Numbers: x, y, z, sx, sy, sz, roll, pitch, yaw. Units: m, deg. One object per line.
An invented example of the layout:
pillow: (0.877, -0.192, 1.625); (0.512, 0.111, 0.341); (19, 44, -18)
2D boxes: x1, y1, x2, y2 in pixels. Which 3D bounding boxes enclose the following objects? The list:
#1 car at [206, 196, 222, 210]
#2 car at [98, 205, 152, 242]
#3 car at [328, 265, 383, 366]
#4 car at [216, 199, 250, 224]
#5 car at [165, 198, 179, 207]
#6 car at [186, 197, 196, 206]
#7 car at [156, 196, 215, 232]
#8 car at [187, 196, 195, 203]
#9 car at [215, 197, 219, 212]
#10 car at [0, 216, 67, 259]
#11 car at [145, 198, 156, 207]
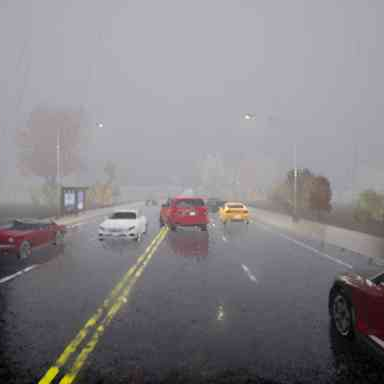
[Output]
car: (3.098, 1.549, 47.618); (2.097, 1.767, 4.553); (0, 0, 0)
car: (-3.384, 1.603, 16.956); (1.812, 1.442, 4.674); (0, 0, 0)
car: (3.248, 1.449, 3.632); (2.033, 1.649, 4.856); (0, 0, 0)
car: (3.184, 1.591, 25.647); (1.882, 1.535, 5.008); (0, 0, 0)
car: (-3.518, 1.783, 59.447); (2.033, 1.411, 5.357); (0, 0, 0)
car: (-0.153, 1.774, 63.497); (1.812, 1.442, 4.674); (0, 0, 0)
car: (-0.607, 1.316, 21.037); (2.150, 2.045, 5.566); (-1, 0, -14)
car: (-0.266, 1.758, 76.847); (1.882, 1.535, 5.008); (0, 0, 0)
car: (3.141, 1.660, 36.648); (1.837, 1.490, 4.892); (0, 0, 0)
car: (-6.621, 1.661, 12.965); (1.895, 1.301, 4.718); (0, 0, 0)
car: (-6.769, 1.717, 56.141); (2.128, 1.511, 4.902); (0, 0, 0)
